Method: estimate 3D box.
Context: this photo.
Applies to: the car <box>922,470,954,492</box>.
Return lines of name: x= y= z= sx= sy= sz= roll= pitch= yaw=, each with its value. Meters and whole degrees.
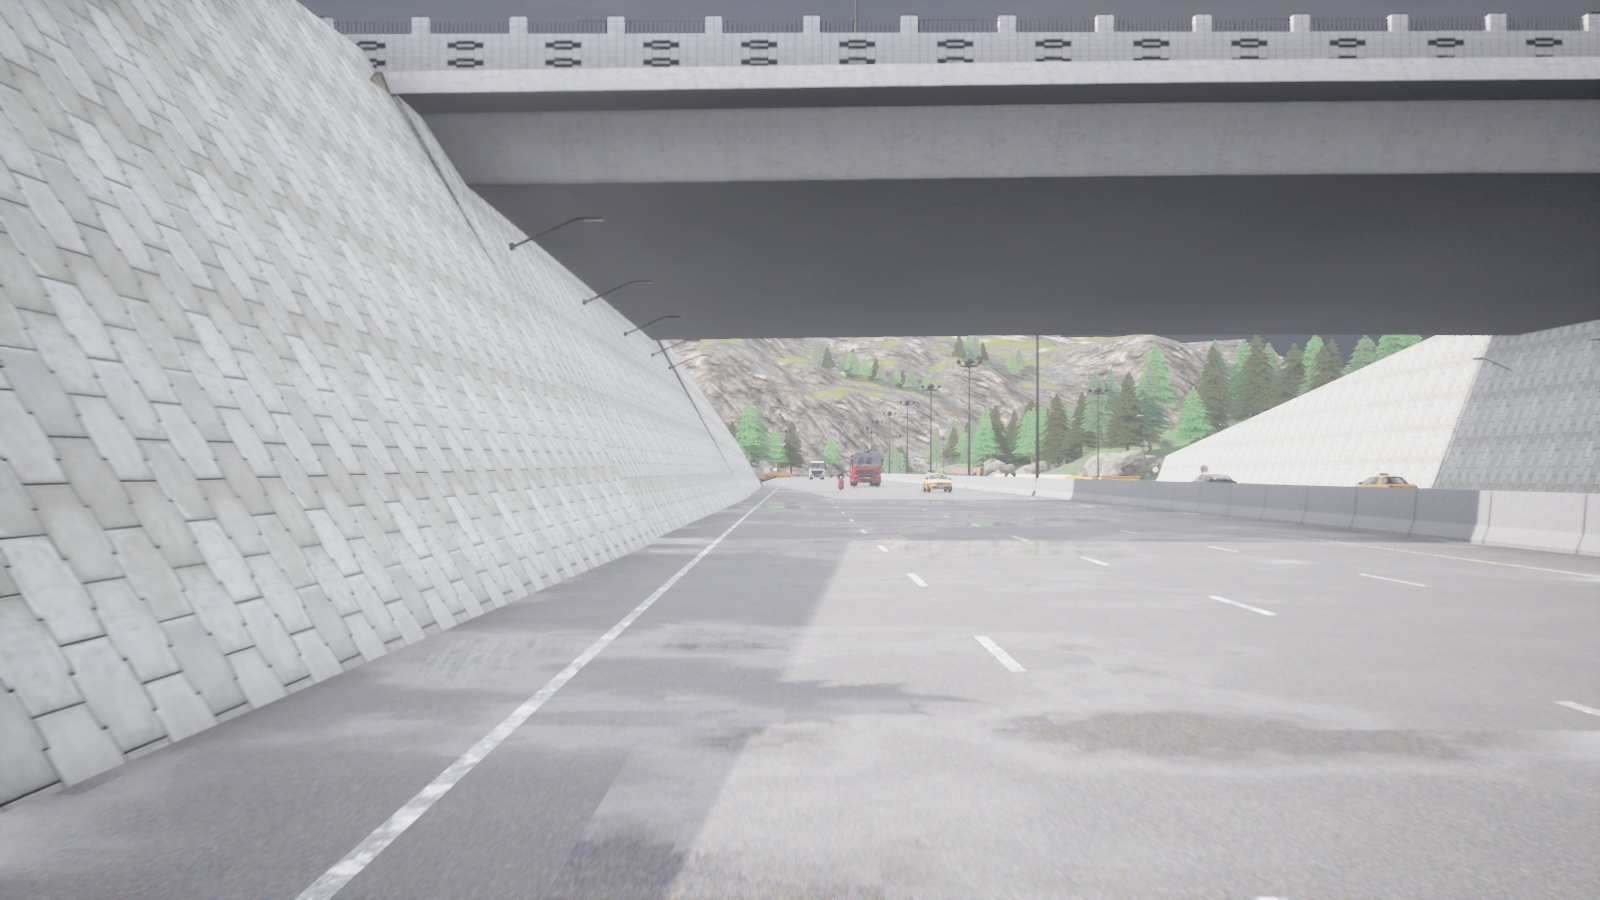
car: x=10.320 y=2.292 z=94.395 sx=1.801 sy=1.575 sz=5.366 roll=0 pitch=-1 yaw=0

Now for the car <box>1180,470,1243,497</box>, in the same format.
car: x=24.346 y=1.963 z=74.425 sx=2.163 sy=1.488 sz=4.792 roll=0 pitch=-1 yaw=0

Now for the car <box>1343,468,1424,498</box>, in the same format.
car: x=31.355 y=1.761 z=67.664 sx=1.801 sy=1.575 sz=5.366 roll=0 pitch=-1 yaw=0
